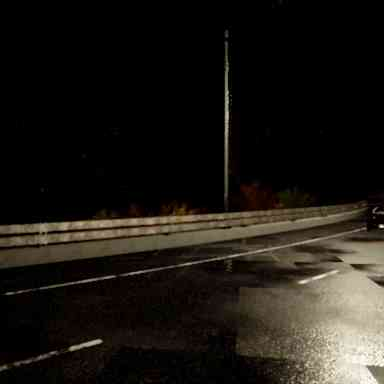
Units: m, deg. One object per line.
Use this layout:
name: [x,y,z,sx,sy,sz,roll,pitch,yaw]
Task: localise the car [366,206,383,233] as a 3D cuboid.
car: [11.712,1.567,19.422,1.837,1.490,4.892,0,0,43]
